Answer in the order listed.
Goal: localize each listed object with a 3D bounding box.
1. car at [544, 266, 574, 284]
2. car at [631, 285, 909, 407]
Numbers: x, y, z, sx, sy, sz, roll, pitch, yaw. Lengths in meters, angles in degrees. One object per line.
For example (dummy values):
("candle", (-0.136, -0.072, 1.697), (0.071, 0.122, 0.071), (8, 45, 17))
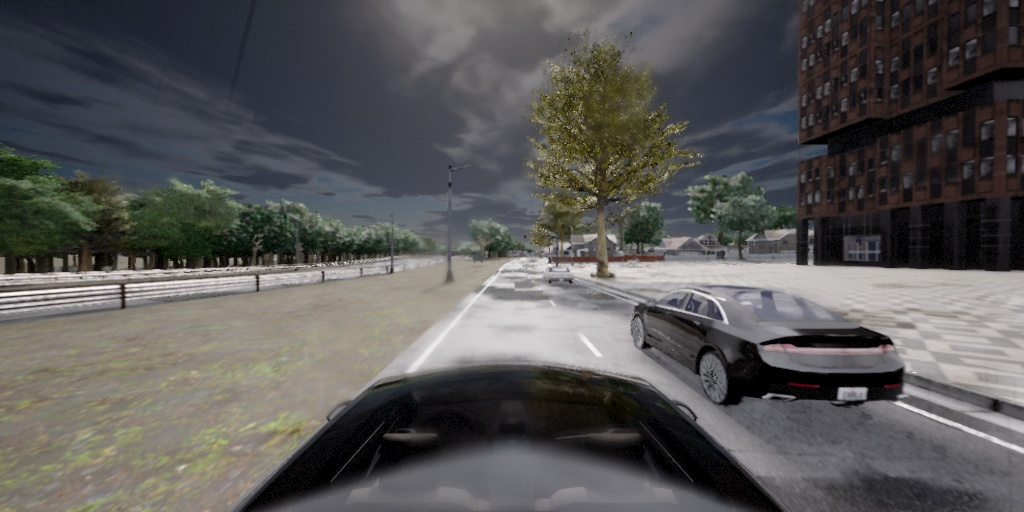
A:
("car", (3.623, 1.480, 28.474), (1.895, 1.301, 4.718), (0, 0, 0))
("car", (3.601, 1.246, 6.217), (2.128, 1.511, 4.902), (0, 0, 0))
